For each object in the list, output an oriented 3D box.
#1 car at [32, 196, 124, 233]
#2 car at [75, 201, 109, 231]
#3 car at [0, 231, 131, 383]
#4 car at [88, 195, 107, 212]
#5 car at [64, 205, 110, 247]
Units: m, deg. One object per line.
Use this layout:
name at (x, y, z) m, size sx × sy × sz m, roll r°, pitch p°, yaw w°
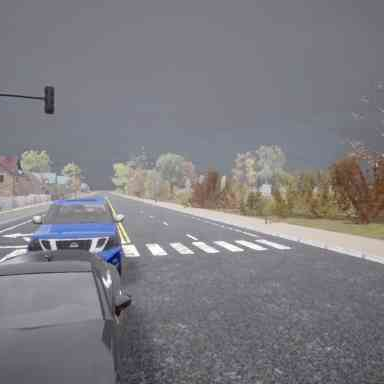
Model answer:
car at (-3.342, 1.218, 10.064) m, size 2.150 × 2.045 × 5.566 m, roll 0°, pitch 0°, yaw -15°
car at (-6.491, 1.467, 21.902) m, size 1.882 × 1.535 × 5.008 m, roll 0°, pitch 0°, yaw -15°
car at (-1.743, 1.524, 3.965) m, size 1.812 × 1.442 × 4.674 m, roll 0°, pitch 0°, yaw -12°
car at (-11.197, 1.325, 39.616) m, size 2.097 × 1.767 × 4.553 m, roll 0°, pitch 0°, yaw -15°
car at (-4.960, 1.498, 16.147) m, size 1.837 × 1.490 × 4.892 m, roll 0°, pitch 0°, yaw -15°
